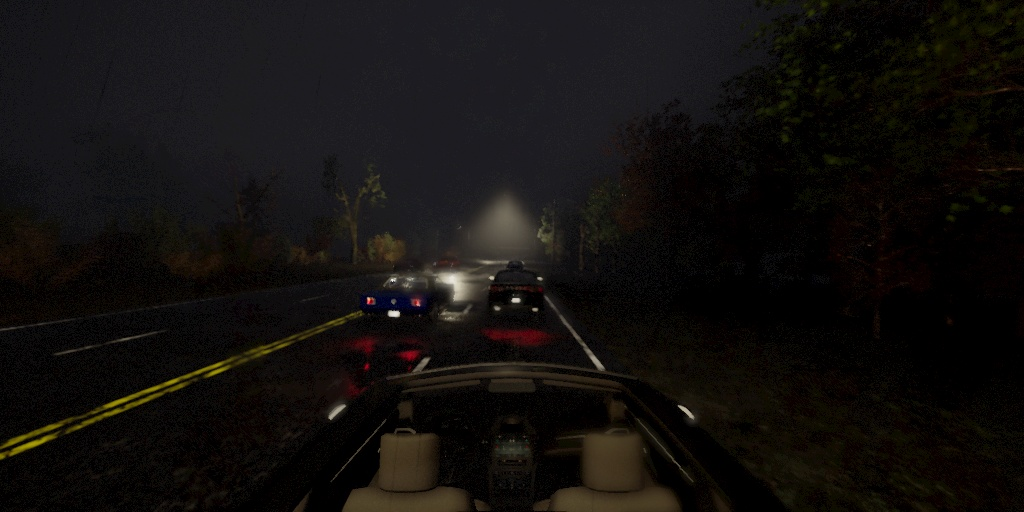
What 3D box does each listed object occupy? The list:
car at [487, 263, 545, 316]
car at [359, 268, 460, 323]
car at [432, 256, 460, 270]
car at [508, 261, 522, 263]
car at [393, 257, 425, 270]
[{"bbox_3d":[0.148,1.200,13.380,1.882,1.535,5.008,1,0,0],"label":"car"},{"bbox_3d":[-3.102,1.241,11.725,1.895,1.301,4.718,2,0,0],"label":"car"},{"bbox_3d":[-6.366,0.791,35.110,2.097,1.767,4.553,2,0,1],"label":"car"},{"bbox_3d":[0.290,1.170,33.596,1.812,1.442,4.674,1,0,0],"label":"car"},{"bbox_3d":[-9.635,0.821,33.811,1.882,1.535,5.008,2,0,1],"label":"car"}]
